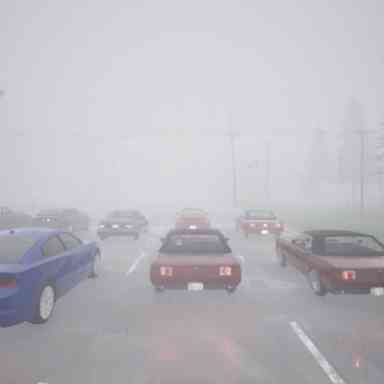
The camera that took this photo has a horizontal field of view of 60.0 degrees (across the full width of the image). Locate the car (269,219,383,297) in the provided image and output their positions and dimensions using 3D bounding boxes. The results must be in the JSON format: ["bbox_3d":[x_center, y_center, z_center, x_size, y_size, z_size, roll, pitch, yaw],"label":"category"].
[{"bbox_3d":[3.577,1.628,8.620,1.895,1.301,4.718,0,0,0],"label":"car"}]

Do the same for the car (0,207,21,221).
[{"bbox_3d":[-10.452,1.550,18.126,2.128,1.511,4.902,0,0,0],"label":"car"}]

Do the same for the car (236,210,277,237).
[{"bbox_3d":[3.552,1.659,18.396,1.895,1.301,4.718,0,0,0],"label":"car"}]

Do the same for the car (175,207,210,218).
[{"bbox_3d":[0.047,1.584,18.597,1.812,1.442,4.674,0,0,0],"label":"car"}]

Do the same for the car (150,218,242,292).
[{"bbox_3d":[0.075,1.629,8.943,1.895,1.301,4.718,0,0,0],"label":"car"}]

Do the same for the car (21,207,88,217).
[{"bbox_3d":[-6.951,1.563,18.007,1.837,1.490,4.892,0,0,0],"label":"car"}]

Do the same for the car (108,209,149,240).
[{"bbox_3d":[-3.450,1.602,17.418,2.033,1.411,5.357,0,0,0],"label":"car"}]

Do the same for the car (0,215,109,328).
[{"bbox_3d":[-3.432,1.501,7.170,1.882,1.535,5.008,0,0,0],"label":"car"}]
